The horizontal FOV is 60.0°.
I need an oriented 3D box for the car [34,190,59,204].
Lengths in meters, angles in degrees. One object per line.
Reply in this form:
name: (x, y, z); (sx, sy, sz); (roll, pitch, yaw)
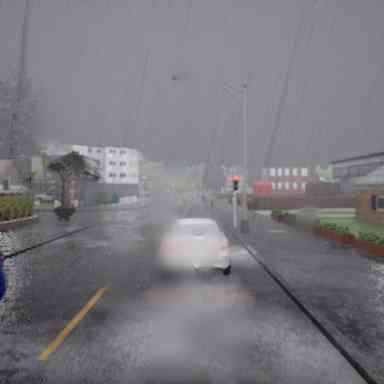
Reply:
car: (-19.767, 0.634, 44.715); (1.905, 1.878, 3.866); (0, 1, 35)

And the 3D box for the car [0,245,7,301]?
car: (-4.078, 1.199, 3.117); (2.150, 2.045, 5.566); (0, 0, 0)

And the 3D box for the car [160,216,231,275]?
car: (0.096, 1.446, 10.042); (1.812, 1.442, 4.674); (0, 0, 0)
